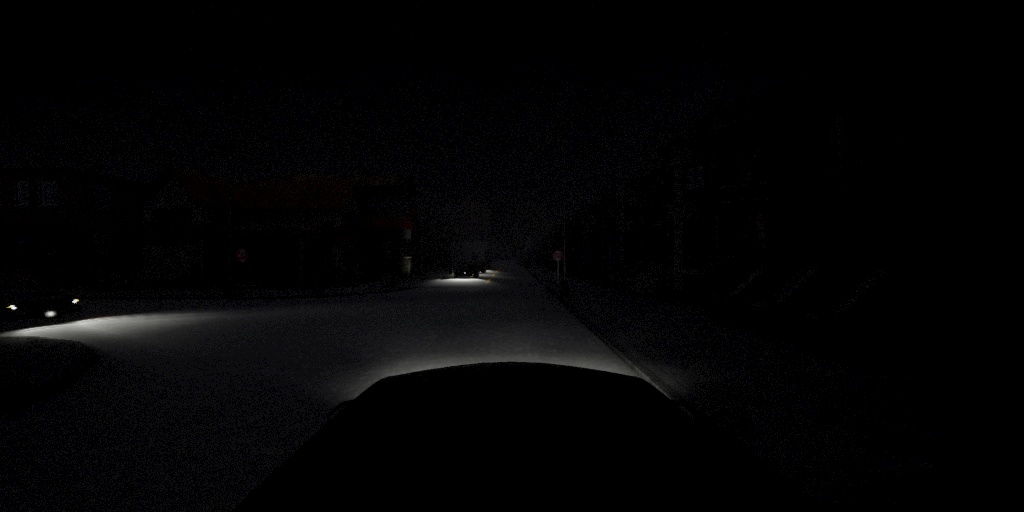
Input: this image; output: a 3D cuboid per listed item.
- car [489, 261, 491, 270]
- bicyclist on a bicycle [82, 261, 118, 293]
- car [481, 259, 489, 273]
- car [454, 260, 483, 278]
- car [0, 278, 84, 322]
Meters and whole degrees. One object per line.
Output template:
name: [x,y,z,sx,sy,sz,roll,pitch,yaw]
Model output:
car: [-4.135,1.240,53.197,2.128,1.511,4.902,0,0,0]
bicyclist on a bicycle: [-21.604,1.099,18.823,0.582,1.620,1.656,0,0,0]
car: [-4.152,1.228,42.442,1.882,1.535,5.008,0,0,0]
car: [-4.148,1.314,33.556,1.994,1.385,4.181,0,0,0]
car: [-16.080,1.297,10.433,5.357,1.411,2.033,0,0,0]
